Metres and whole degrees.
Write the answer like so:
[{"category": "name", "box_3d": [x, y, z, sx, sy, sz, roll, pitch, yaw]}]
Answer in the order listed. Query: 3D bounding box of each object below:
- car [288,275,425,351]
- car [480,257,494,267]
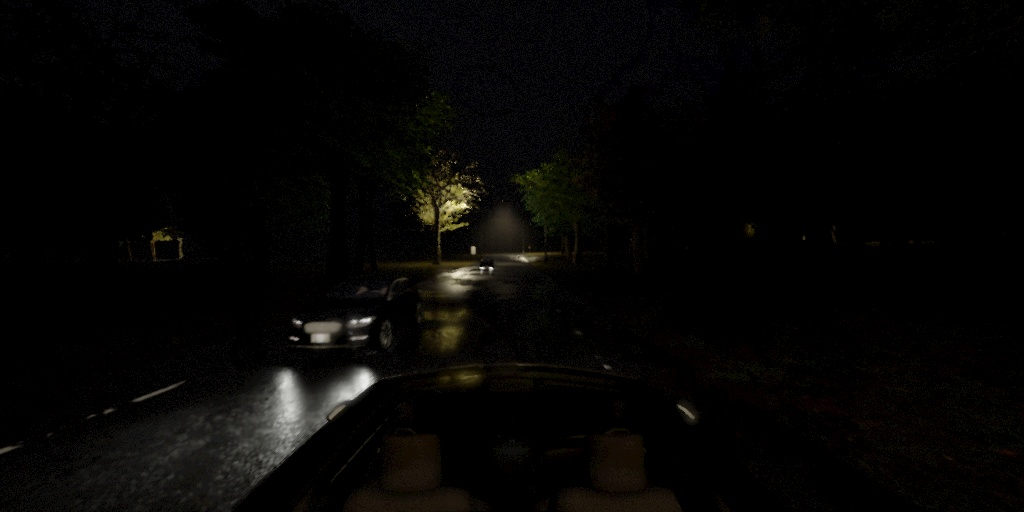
[{"category": "car", "box_3d": [-3.597, 1.280, 9.194, 2.128, 1.511, 4.902, 0, 0, 0]}, {"category": "car", "box_3d": [-3.553, 0.852, 51.718, 2.033, 1.411, 5.357, 0, 1, 1]}]
